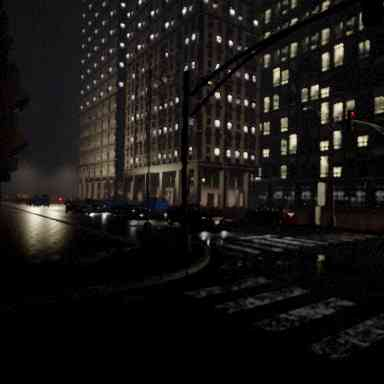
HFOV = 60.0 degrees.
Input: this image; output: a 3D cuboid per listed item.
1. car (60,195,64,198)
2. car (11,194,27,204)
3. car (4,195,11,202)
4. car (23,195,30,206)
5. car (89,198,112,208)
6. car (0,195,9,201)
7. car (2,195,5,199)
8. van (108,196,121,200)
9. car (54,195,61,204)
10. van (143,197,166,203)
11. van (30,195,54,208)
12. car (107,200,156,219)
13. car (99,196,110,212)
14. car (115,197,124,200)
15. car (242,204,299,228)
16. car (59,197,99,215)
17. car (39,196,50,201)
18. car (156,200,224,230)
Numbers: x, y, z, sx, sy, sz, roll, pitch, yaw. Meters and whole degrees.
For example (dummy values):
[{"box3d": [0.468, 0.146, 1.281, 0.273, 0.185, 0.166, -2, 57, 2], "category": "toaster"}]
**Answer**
[{"box3d": [-19.209, 1.540, 53.961, 2.128, 1.511, 4.902, 2, -1, -35], "category": "car"}, {"box3d": [-30.825, 1.208, 60.316, 2.192, 1.841, 5.009, 2, -1, -35], "category": "car"}, {"box3d": [-37.378, 1.450, 69.519, 1.947, 1.339, 4.313, 2, -1, -35], "category": "car"}, {"box3d": [-24.283, 1.485, 51.106, 1.802, 1.307, 4.206, 2, -1, -35], "category": "car"}, {"box3d": [-14.182, 1.684, 51.358, 1.947, 1.339, 4.313, 2, -1, -35], "category": "car"}, {"box3d": [-47.102, 1.419, 83.193, 1.752, 1.417, 4.829, 2, -1, -35], "category": "car"}, {"box3d": [-40.651, 1.432, 74.123, 2.008, 1.369, 4.403, 2, -1, -35], "category": "car"}, {"box3d": [-10.903, 1.466, 46.759, 1.690, 1.788, 3.998, 2, -1, -35], "category": "van"}, {"box3d": [-25.197, 1.391, 62.387, 2.097, 1.767, 4.553, 2, -1, -35], "category": "car"}, {"box3d": [-4.356, 1.479, 37.552, 1.690, 1.788, 3.998, 2, -1, -35], "category": "van"}, {"box3d": [-21.005, 1.250, 46.506, 1.690, 1.788, 3.998, 2, -1, -35], "category": "van"}, {"box3d": [-5.380, 1.603, 28.992, 1.895, 1.301, 4.718, 2, -1, -35], "category": "car"}, {"box3d": [-11.300, 1.494, 37.334, 1.837, 1.490, 4.892, 2, -1, -35], "category": "car"}, {"box3d": [-7.635, 1.682, 42.152, 2.008, 1.369, 4.403, 2, -1, -35], "category": "car"}, {"box3d": [5.463, 1.602, 23.741, 1.967, 1.590, 4.097, 2, -1, -35], "category": "car"}, {"box3d": [-11.189, 1.479, 32.694, 2.008, 1.369, 4.403, 2, -1, -35], "category": "car"}, {"box3d": [-37.098, 1.669, 83.580, 1.802, 1.307, 4.206, 2, -1, -35], "category": "car"}, {"box3d": [0.045, 1.507, 21.368, 2.128, 1.511, 4.902, 2, -1, -35], "category": "car"}]
